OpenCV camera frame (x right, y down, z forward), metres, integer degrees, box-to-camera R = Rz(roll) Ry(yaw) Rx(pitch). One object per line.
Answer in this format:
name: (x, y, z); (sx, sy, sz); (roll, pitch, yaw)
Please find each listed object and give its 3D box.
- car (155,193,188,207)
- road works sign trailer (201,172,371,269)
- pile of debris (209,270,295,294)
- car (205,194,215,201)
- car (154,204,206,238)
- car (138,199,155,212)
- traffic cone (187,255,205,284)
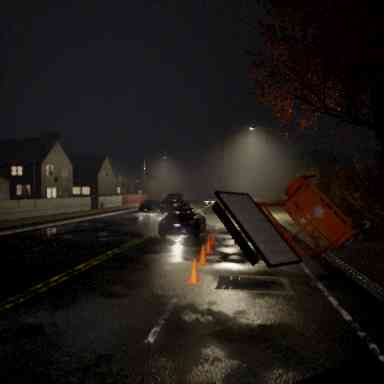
car: (-1.695, 1.164, 33.181); (2.150, 2.045, 5.566); (0, 0, 8)
road works sign trailer: (2.283, 1.077, 9.055); (3.560, 2.880, 2.380); (4, 40, -42)
pile of debris: (1.417, 2.145, 8.056); (1.860, 0.140, 1.500); (0, -1, 8)
car: (4.152, 1.178, 74.019); (1.994, 1.385, 4.181); (0, 0, 8)
car: (-0.408, 1.537, 17.578); (1.994, 1.385, 4.181); (0, 0, 8)
car: (-4.429, 1.481, 37.078); (2.033, 1.411, 5.357); (0, 0, 8)
traffic cone: (0.064, 1.943, 8.234); (0.340, 0.580, 0.340); (0, 0, 8)
